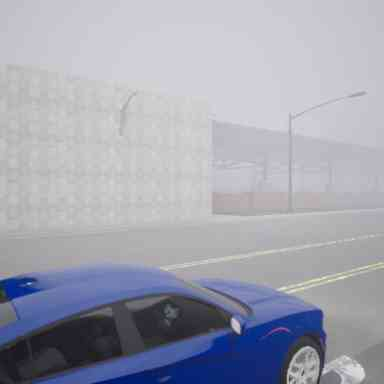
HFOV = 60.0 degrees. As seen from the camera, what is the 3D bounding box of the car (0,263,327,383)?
[{"bbox_3d":[-0.687,1.478,3.259,5.008,1.535,1.882,0,0,-36],"label":"car"}]
